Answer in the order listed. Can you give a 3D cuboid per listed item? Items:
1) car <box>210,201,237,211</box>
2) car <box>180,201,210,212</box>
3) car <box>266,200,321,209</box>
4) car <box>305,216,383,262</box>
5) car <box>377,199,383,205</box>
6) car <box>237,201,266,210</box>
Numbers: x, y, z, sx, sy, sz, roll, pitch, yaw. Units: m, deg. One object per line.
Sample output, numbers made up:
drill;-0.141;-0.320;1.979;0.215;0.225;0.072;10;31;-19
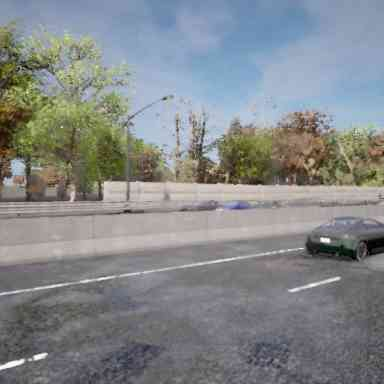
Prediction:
car;4.439;1.615;32.947;4.674;1.442;1.812;0;0;-35
car;1.302;1.630;34.633;5.357;1.411;2.033;0;0;-38
car;8.691;1.443;27.381;4.553;1.767;2.097;0;0;-35
car;6.150;1.610;12.432;4.181;1.385;1.994;0;0;-35
car;34.457;1.807;58.532;4.674;1.442;1.812;0;0;-35
car;6.717;1.596;30.272;4.892;1.490;1.837;0;0;-35
